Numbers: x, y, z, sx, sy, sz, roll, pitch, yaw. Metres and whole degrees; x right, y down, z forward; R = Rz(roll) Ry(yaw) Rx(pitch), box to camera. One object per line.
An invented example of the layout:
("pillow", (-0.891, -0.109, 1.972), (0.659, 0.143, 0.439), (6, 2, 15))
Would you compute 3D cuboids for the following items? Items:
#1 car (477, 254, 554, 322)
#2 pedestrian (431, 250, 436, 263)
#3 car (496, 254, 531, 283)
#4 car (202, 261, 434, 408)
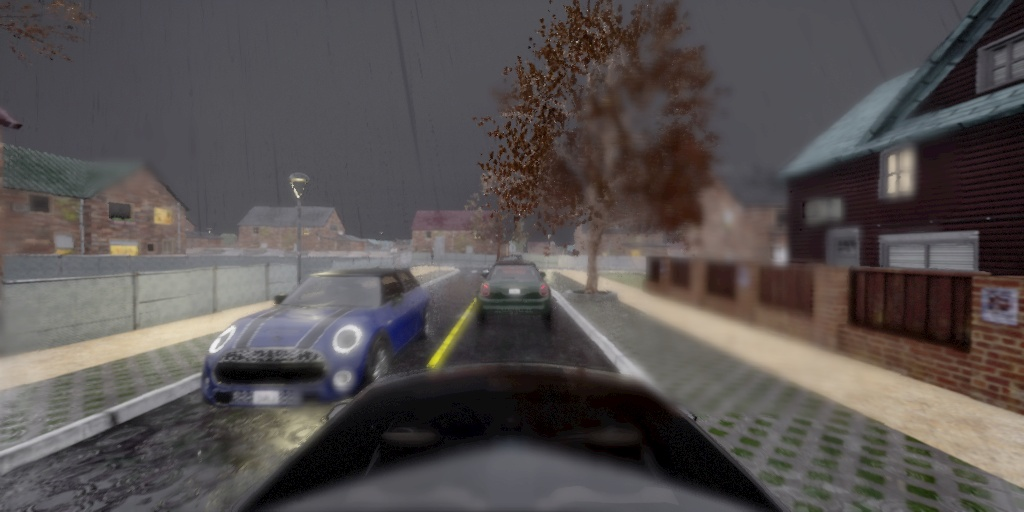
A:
("car", (0.095, 0.941, 11.664), (2.097, 1.767, 4.553), (0, 1, 0))
("pedestrian", (-9.702, 0.090, 44.277), (0.375, 1.860, 0.375), (0, -1, 0))
("car", (0.095, 0.741, 24.268), (2.097, 1.767, 4.553), (0, 1, 0))
("car", (-2.849, 1.026, 6.405), (2.097, 1.767, 4.553), (0, 1, 0))
